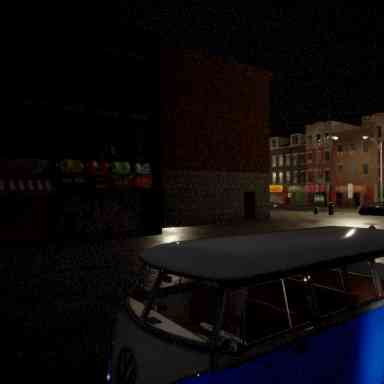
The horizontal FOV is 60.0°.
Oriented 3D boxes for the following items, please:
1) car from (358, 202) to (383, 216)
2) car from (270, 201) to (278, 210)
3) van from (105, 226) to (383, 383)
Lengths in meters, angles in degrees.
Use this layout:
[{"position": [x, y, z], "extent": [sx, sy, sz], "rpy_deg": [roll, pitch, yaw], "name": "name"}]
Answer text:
[{"position": [17.143, 1.571, 29.593], "extent": [1.994, 1.385, 4.181], "rpy_deg": [0, 0, -35], "name": "car"}, {"position": [8.519, 1.488, 41.706], "extent": [2.128, 1.511, 4.902], "rpy_deg": [0, 0, -35], "name": "car"}, {"position": [1.096, 1.341, 3.603], "extent": [3.998, 1.788, 1.690], "rpy_deg": [0, 0, -36], "name": "van"}]
